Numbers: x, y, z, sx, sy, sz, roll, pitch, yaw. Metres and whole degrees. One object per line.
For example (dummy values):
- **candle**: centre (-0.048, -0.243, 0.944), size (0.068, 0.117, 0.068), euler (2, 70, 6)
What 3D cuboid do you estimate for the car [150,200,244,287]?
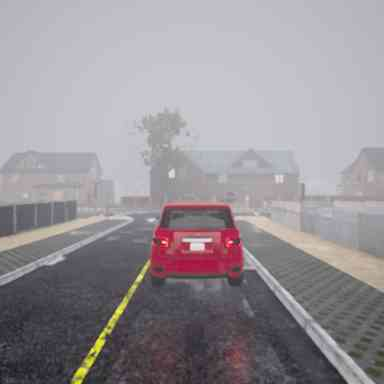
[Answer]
- **car**: centre (0.104, 1.233, 9.558), size (2.150, 2.045, 5.566), euler (0, 0, 0)

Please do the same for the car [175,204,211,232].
- **car**: centre (0.141, 1.582, 21.461), size (2.033, 1.411, 5.357), euler (0, 0, 2)
